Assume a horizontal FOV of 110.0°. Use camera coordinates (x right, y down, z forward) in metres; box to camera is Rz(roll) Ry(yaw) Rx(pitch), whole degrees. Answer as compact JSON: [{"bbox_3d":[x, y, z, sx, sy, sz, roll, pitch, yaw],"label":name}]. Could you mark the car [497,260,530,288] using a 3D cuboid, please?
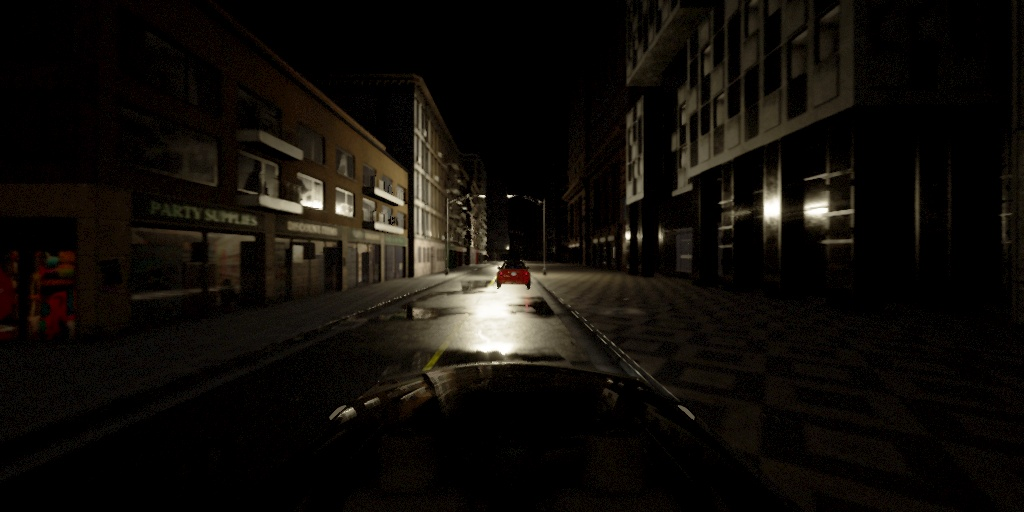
[{"bbox_3d":[0.094,1.110,23.832,2.097,1.767,4.553,0,0,0],"label":"car"}]
